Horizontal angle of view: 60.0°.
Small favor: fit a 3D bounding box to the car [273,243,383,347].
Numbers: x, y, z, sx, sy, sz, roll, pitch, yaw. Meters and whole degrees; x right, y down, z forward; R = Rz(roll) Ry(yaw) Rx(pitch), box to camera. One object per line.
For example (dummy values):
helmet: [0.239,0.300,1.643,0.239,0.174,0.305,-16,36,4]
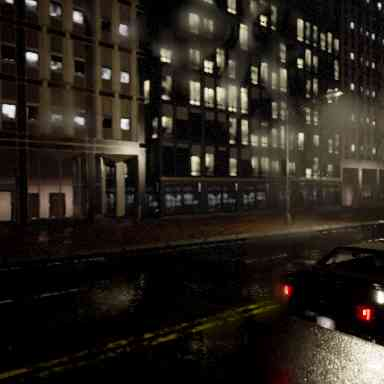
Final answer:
car: [3.752,1.621,6.128,4.718,1.301,1.895,0,0,-36]
